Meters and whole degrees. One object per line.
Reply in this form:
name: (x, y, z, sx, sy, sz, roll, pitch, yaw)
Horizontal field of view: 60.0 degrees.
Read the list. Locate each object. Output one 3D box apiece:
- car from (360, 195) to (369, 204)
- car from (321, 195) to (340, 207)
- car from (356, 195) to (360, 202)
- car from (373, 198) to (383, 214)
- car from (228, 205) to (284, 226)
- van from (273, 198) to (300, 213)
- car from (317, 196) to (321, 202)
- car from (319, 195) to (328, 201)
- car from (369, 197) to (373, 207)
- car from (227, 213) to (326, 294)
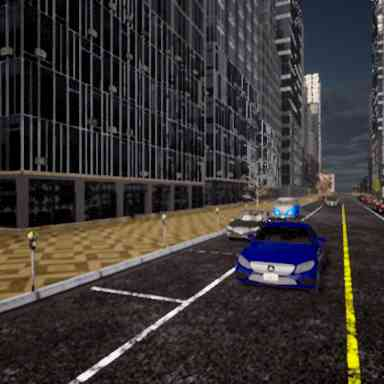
car: (31.777, 1.491, 59.845, 1.887, 1.381, 4.507, 0, 0, 24)
car: (21.068, 1.326, 49.964, 2.097, 1.767, 4.553, 0, 0, 24)
car: (38.807, 1.477, 75.408, 1.947, 1.339, 4.313, 0, 0, 24)
car: (20.061, 1.425, 33.906, 1.967, 1.590, 4.097, 0, 0, 24)
car: (3.051, 1.563, 16.607, 2.008, 1.369, 4.403, 0, 0, 24)
van: (7.738, 1.349, 26.983, 1.690, 1.788, 3.998, 0, 0, 24)
car: (28.829, 1.480, 73.676, 1.887, 1.381, 4.507, 0, 0, 24)
car: (31.172, 1.505, 78.865, 1.802, 1.307, 4.206, 0, 0, 24)
car: (22.404, 1.419, 39.093, 1.967, 1.590, 4.097, 0, 0, 24)
car: (2.615, 1.532, 9.108, 1.812, 1.442, 4.674, 0, 0, 24)
